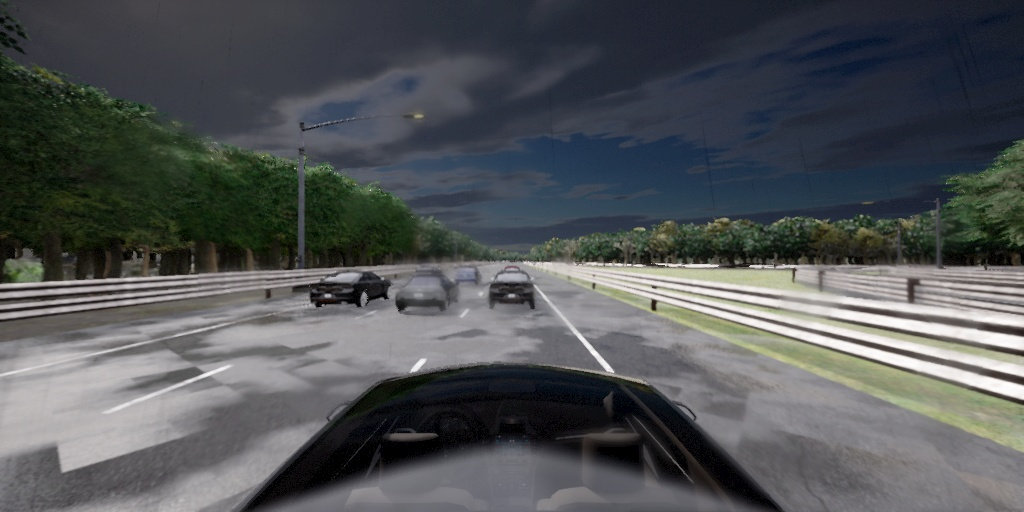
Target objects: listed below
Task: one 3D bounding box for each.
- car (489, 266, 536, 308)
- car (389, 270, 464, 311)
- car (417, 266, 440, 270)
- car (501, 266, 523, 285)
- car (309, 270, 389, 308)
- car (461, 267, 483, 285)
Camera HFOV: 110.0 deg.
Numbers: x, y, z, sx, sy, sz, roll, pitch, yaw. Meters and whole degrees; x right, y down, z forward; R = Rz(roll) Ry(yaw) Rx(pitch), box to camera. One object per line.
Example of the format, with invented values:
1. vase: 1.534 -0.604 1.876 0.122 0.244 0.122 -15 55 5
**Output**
1. car: 0.025 1.376 16.094 1.882 1.535 5.008 0 0 0
2. car: -3.479 1.456 15.393 1.994 1.385 4.181 0 -1 0
3. car: -6.983 1.546 30.361 2.128 1.511 4.902 0 0 0
4. car: 0.022 1.583 30.756 1.812 1.442 4.674 0 0 0
5. car: -6.975 1.376 16.095 1.882 1.535 5.008 0 0 1
6. car: -3.492 1.590 29.384 2.033 1.411 5.357 0 -1 0
